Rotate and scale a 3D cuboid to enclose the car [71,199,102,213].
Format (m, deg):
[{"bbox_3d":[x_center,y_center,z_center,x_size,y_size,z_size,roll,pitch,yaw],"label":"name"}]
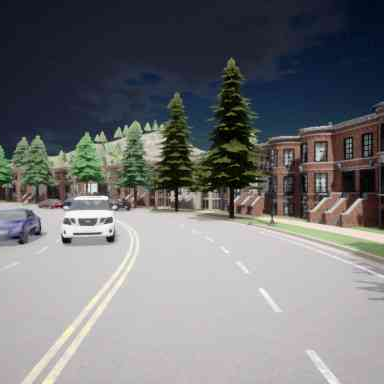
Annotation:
[{"bbox_3d":[-12.360,1.526,38.696,1.812,1.442,4.674,0,0,-41],"label":"car"}]

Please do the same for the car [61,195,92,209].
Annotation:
[{"bbox_3d":[-16.404,1.352,47.164,4.553,1.767,2.097,0,0,39],"label":"car"}]

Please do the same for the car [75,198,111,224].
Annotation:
[{"bbox_3d":[-7.765,1.352,25.798,2.097,1.767,4.553,0,0,-25],"label":"car"}]

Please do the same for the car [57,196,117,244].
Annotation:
[{"bbox_3d":[-4.929,1.221,16.348,2.150,2.045,5.566,0,0,-13],"label":"car"}]

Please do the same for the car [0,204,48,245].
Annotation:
[{"bbox_3d":[-8.288,1.526,15.463,1.812,1.442,4.674,0,0,-12],"label":"car"}]

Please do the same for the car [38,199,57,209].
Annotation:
[{"bbox_3d":[-18.998,1.564,44.841,4.181,1.385,1.994,0,0,37],"label":"car"}]

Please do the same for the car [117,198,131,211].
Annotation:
[{"bbox_3d":[-9.152,1.505,40.279,1.837,1.490,4.892,0,0,-40],"label":"car"}]
